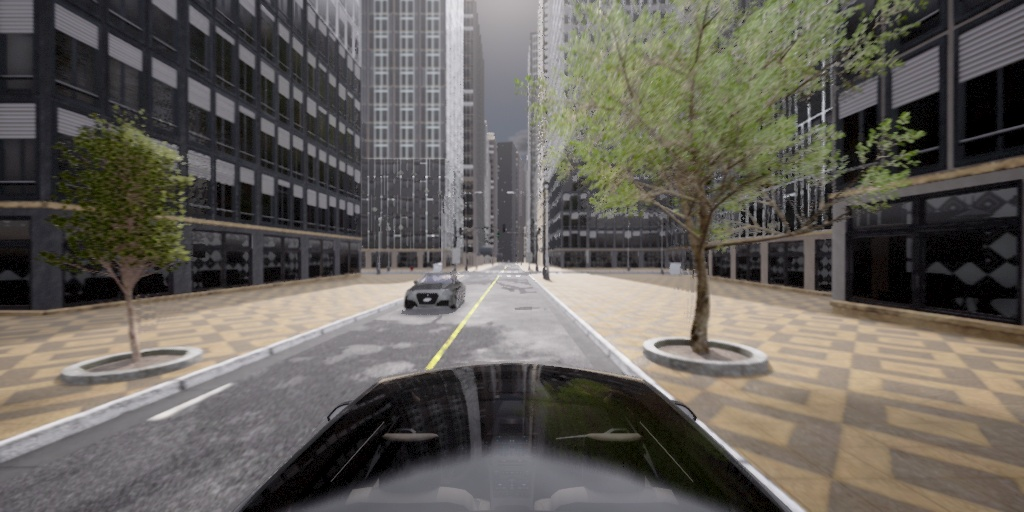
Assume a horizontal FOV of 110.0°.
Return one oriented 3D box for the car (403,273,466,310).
[{"bbox_3d":[-3.113,1.430,15.174,1.994,1.385,4.181,0,-1,0],"label":"car"}]
